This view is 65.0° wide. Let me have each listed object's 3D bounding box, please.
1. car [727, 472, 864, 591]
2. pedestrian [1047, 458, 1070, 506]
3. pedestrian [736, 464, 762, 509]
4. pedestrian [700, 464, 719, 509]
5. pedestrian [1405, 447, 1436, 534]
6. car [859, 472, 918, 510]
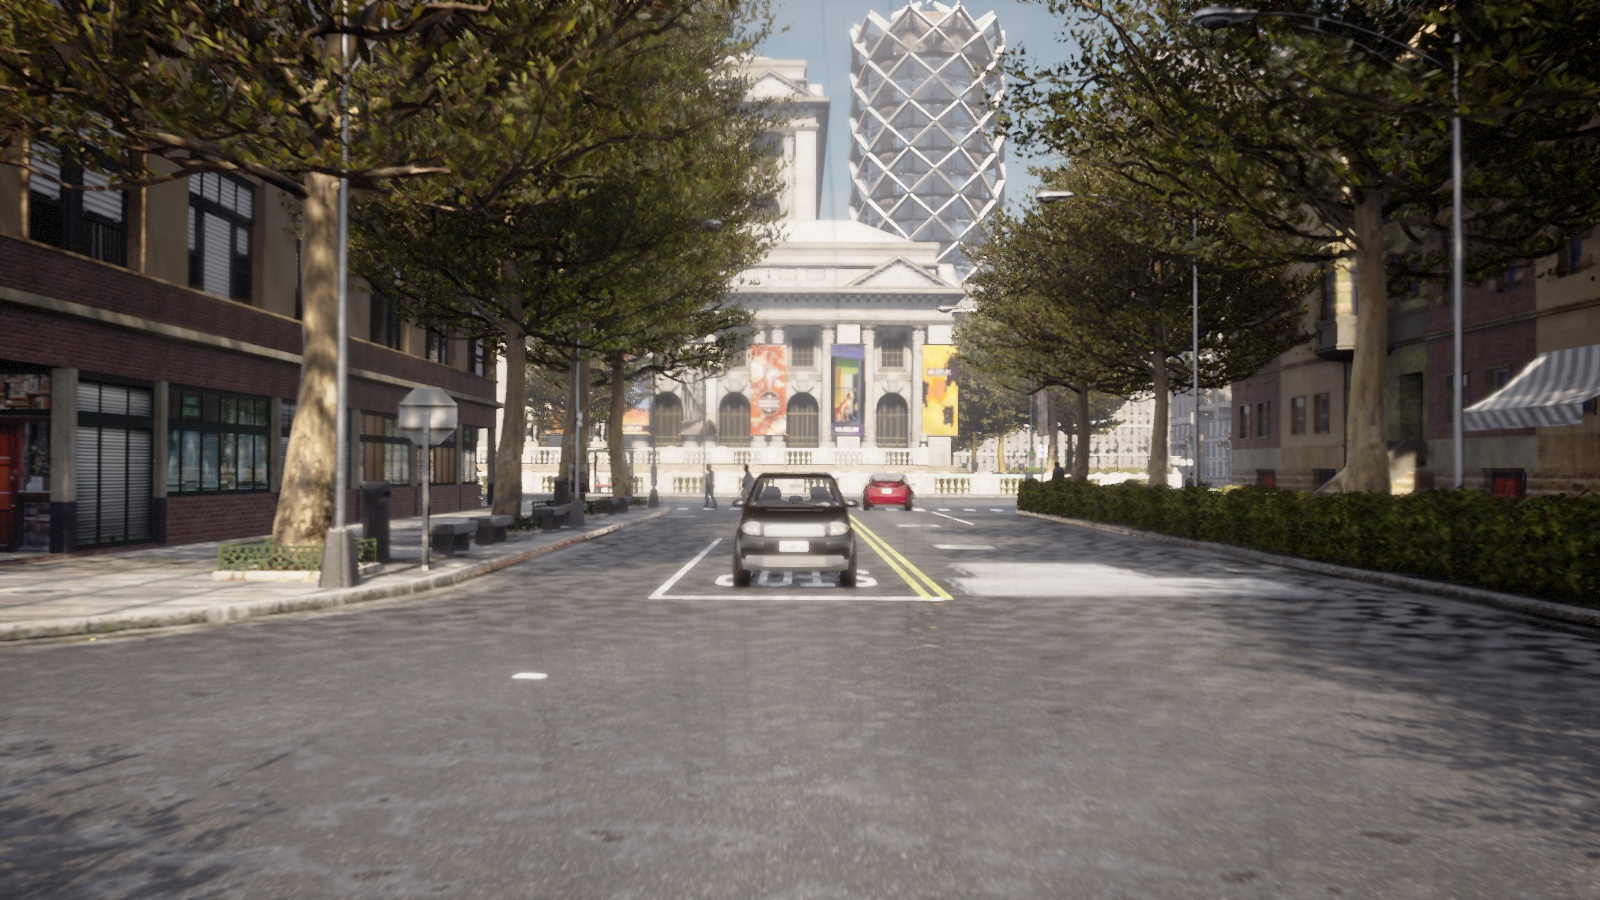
[{"bbox_3d":[-0.053,1.100,18.316,1.789,1.549,3.705,0,-1,0],"label":"car"},{"bbox_3d":[10.217,1.262,49.663,0.540,1.848,0.694,0,-1,-29],"label":"pedestrian"},{"bbox_3d":[-2.111,1.490,51.409,0.900,1.855,0.874,0,-1,-14],"label":"pedestrian"},{"bbox_3d":[-3.722,1.495,51.545,0.706,1.836,0.354,0,-1,5],"label":"pedestrian"},{"bbox_3d":[13.382,0.871,27.097,0.331,1.846,0.634,0,-1,0],"label":"pedestrian"},{"bbox_3d":[3.700,1.664,51.638,2.163,1.488,4.792,0,-1,7],"label":"car"}]
